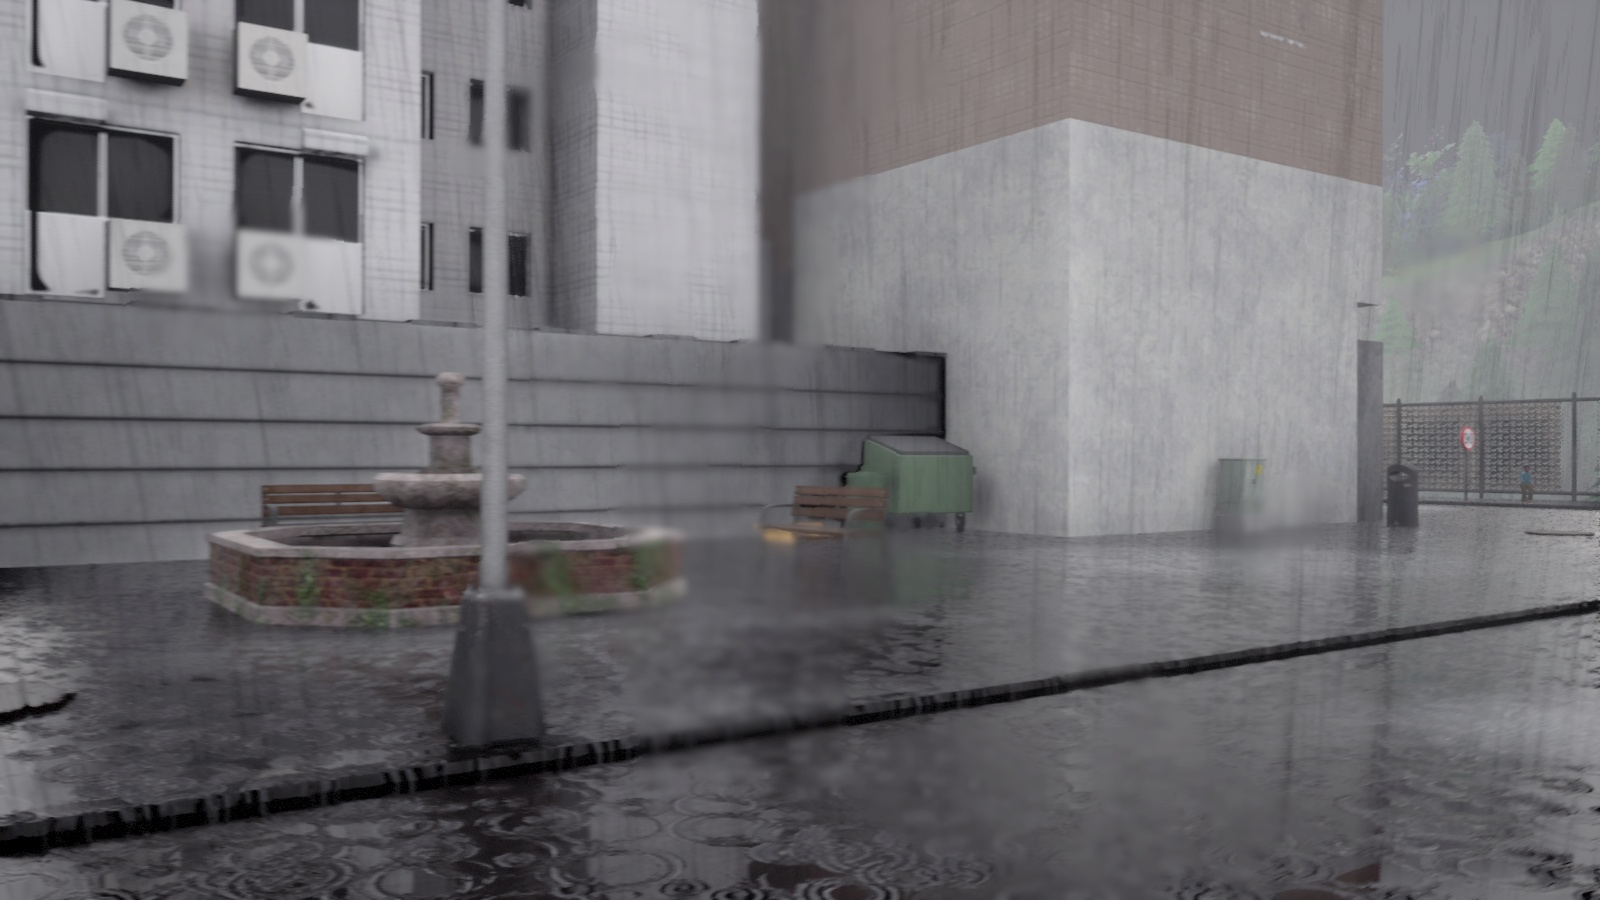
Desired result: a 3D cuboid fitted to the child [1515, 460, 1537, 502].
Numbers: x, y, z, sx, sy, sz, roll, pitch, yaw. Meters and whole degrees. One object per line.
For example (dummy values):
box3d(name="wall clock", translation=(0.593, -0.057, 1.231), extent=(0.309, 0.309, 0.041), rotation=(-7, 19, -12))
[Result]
box3d(name="child", translation=(20.948, 0.887, 36.243), extent=(0.343, 1.192, 0.448), rotation=(0, 0, -3))
